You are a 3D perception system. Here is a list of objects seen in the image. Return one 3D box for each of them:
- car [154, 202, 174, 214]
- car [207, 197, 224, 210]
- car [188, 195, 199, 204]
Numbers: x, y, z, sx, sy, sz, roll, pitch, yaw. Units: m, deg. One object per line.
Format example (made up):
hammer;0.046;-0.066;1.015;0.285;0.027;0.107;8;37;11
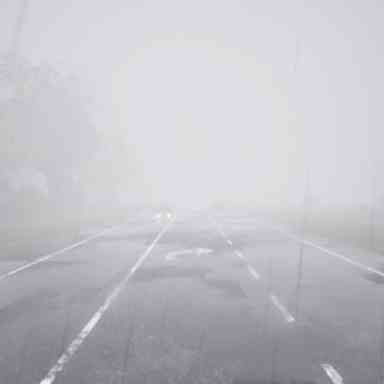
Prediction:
car;-3.246;1.836;39.474;1.994;1.385;4.181;-1;0;2
car;3.534;1.758;48.042;1.882;1.535;5.008;0;0;0
car;0.061;1.993;77.935;1.837;1.490;4.892;0;0;0
